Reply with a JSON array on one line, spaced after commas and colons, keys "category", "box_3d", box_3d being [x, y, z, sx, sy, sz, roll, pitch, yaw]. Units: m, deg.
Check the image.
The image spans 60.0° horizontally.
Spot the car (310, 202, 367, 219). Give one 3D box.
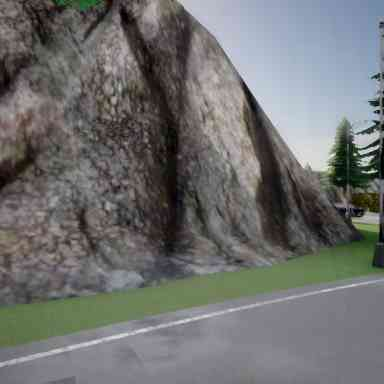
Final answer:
[{"category": "car", "box_3d": [12.830, 1.601, 29.428, 1.895, 1.301, 4.718, 0, 0, -26]}]
